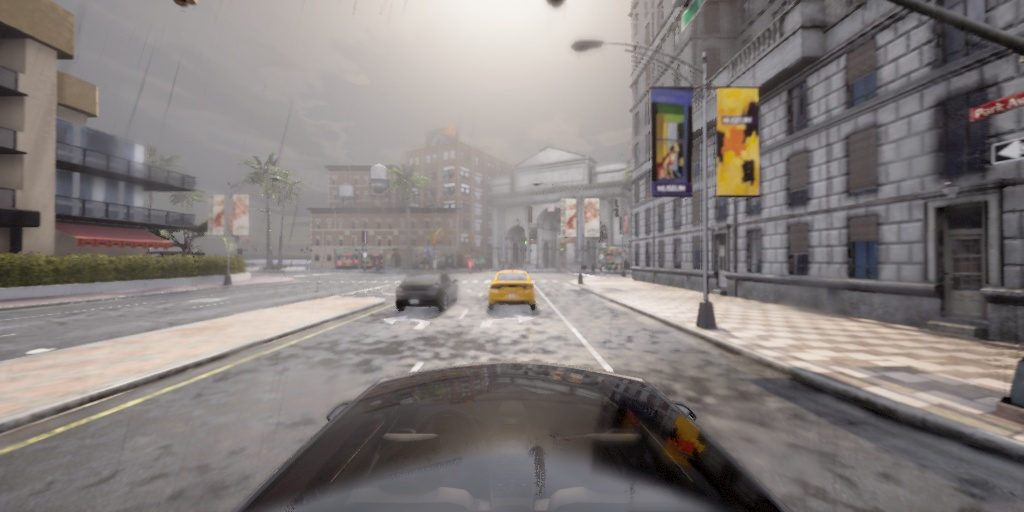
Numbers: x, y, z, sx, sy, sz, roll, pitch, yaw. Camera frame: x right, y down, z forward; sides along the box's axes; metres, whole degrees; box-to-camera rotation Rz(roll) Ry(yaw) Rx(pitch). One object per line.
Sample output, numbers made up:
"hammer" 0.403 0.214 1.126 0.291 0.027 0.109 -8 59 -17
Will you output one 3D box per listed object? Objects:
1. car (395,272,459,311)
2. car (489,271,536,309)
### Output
"car" -3.484 1.408 15.351 1.837 1.490 4.892 0 0 0
"car" 0.023 1.387 16.083 1.882 1.535 5.008 0 0 0
